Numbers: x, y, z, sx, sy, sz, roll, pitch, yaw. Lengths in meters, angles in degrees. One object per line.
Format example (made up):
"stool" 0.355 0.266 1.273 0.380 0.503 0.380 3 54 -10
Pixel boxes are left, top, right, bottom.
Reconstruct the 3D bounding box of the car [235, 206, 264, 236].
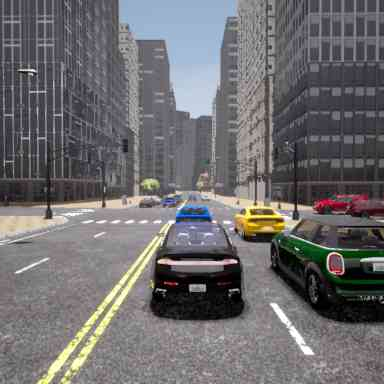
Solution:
"car" 3.364 1.468 17.286 1.882 1.535 5.008 0 0 0

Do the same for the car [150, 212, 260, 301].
"car" 0.105 1.488 8.325 2.128 1.511 4.902 0 0 0

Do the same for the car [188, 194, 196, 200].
"car" 0.080 1.267 90.614 2.128 1.511 4.902 0 0 0

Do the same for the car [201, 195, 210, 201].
"car" 3.322 1.513 80.638 1.895 1.301 4.718 0 0 0

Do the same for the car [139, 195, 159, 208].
"car" -6.542 1.513 49.076 2.033 1.411 5.357 0 0 0

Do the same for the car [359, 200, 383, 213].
"car" 21.842 1.643 37.673 4.829 1.417 1.752 1 0 1

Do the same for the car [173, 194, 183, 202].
"car" -3.183 1.286 77.128 2.097 1.767 4.553 0 0 0

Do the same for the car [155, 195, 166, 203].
"car" -6.449 1.448 67.984 1.837 1.490 4.892 0 0 0

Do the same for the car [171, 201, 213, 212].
"car" 0.119 1.468 17.891 1.882 1.535 5.008 0 0 1

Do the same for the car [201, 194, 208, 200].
"car" 3.330 1.337 90.640 1.895 1.301 4.718 0 0 0

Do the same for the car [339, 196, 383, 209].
"car" 16.226 1.519 29.392 5.009 1.841 2.192 1 0 1

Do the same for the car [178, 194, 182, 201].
"car" -3.274 1.519 58.249 1.994 1.385 4.181 0 0 1

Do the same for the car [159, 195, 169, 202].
"car" -6.432 1.482 77.962 1.994 1.385 4.181 0 0 0

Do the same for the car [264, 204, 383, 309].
"car" 3.356 1.348 8.016 2.097 1.767 4.553 0 0 0

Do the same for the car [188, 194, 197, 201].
"car" 0.071 1.273 80.581 2.097 1.767 4.553 0 0 0

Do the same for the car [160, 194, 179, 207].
"car" -3.297 1.491 49.504 1.812 1.442 4.674 0 0 0

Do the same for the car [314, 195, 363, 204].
"car" 15.737 1.327 35.175 5.566 2.045 2.150 1 1 1
